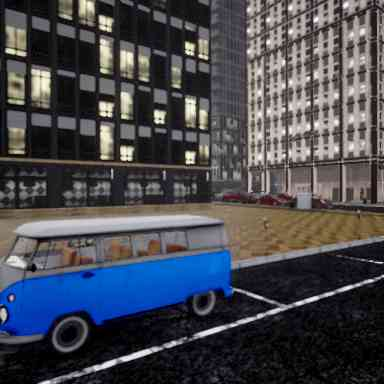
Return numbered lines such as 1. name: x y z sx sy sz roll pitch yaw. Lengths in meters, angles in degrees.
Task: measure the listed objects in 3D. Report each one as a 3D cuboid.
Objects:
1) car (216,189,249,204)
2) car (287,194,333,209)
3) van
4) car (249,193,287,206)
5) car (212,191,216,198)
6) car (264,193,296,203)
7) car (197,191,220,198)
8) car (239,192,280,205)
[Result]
1. car: 5.968 0.584 43.469 2.192 1.841 5.009 1 1 -36
2. car: 12.459 0.923 34.408 1.967 1.590 4.097 1 1 -36
3. van: -1.151 1.330 5.739 3.998 1.788 1.690 0 0 -35
4. car: 9.209 0.958 38.940 1.802 1.307 4.206 1 1 -36
5. car: 6.144 0.522 57.606 1.752 1.417 4.829 1 1 -36
6. car: 12.738 0.796 48.401 1.802 1.307 4.206 1 1 -36
7. car: 2.994 0.459 62.000 1.947 1.339 4.313 1 1 -36
8. car: 8.840 0.825 43.880 2.033 1.411 5.357 0 1 -36
